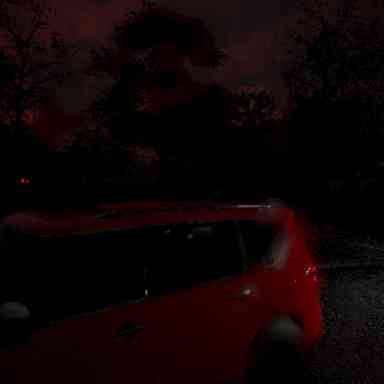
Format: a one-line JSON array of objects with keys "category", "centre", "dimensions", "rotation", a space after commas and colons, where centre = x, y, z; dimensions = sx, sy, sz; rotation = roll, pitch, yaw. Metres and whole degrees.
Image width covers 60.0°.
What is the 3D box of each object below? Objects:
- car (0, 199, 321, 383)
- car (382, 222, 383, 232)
[{"category": "car", "centre": [-1.007, 1.129, 3.160], "dimensions": [5.566, 2.045, 2.150], "rotation": [0, 1, -38]}, {"category": "car", "centre": [10.714, 1.341, 14.039], "dimensions": [2.163, 1.488, 4.792], "rotation": [0, 1, -34]}]
